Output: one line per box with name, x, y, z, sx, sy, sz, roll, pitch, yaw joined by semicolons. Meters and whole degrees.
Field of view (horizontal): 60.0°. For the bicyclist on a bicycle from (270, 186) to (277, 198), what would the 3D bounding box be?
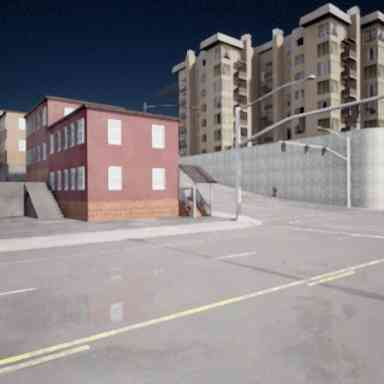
bicyclist on a bicycle;11.188;0.014;45.381;1.656;1.620;0.582;-1;7;-35
